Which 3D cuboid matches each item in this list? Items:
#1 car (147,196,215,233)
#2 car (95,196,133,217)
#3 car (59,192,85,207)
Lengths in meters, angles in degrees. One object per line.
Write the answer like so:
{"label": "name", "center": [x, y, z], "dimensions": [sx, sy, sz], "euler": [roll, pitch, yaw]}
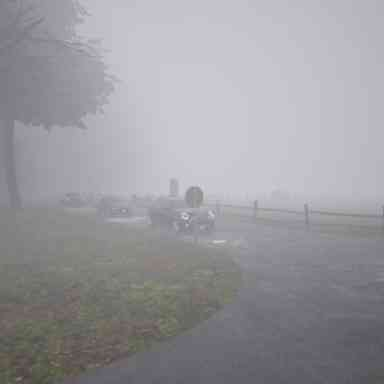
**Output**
{"label": "car", "center": [-0.700, 1.123, 18.187], "dimensions": [2.097, 1.767, 4.553], "euler": [-1, 2, -33]}
{"label": "car", "center": [-6.404, 1.118, 26.888], "dimensions": [1.837, 1.490, 4.892], "euler": [-1, 2, -33]}
{"label": "car", "center": [-13.809, 0.791, 38.172], "dimensions": [2.097, 1.767, 4.553], "euler": [-1, 1, -33]}
